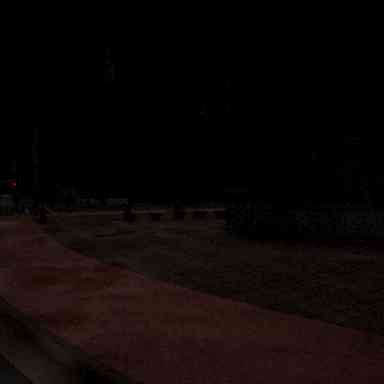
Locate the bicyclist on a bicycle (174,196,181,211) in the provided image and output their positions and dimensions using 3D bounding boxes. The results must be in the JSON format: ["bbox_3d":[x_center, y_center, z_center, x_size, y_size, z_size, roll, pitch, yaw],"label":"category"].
[{"bbox_3d":[-1.631,1.298,37.034,0.582,1.620,1.656,0,0,-29],"label":"bicyclist on a bicycle"}]
